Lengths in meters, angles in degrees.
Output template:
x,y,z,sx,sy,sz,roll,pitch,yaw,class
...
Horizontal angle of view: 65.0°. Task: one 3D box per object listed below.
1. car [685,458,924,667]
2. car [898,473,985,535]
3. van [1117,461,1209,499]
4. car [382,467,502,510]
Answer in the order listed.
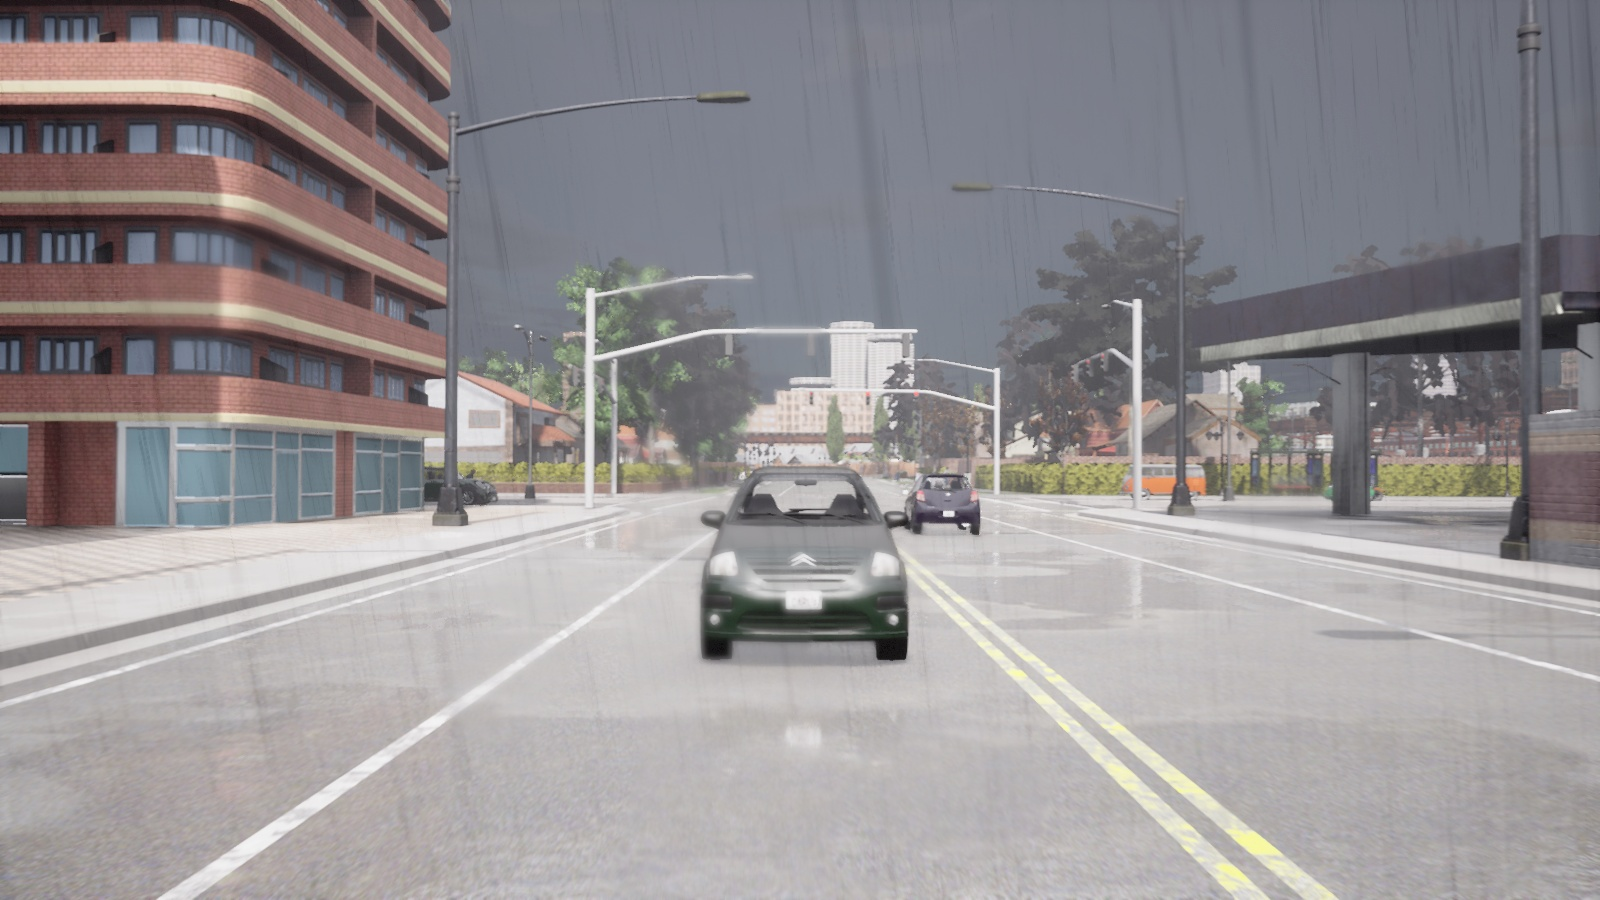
x,y,z,sx,sy,sz,roll,pitch,yaw,class
0.041,0.910,11.752,1.851,1.617,3.988,0,-1,0,car
3.584,1.356,32.400,1.845,1.501,3.633,0,-1,0,car
19.715,1.625,68.327,4.442,1.987,1.775,0,-1,1,van
-15.364,1.650,54.084,4.553,1.767,2.097,0,-1,3,car
